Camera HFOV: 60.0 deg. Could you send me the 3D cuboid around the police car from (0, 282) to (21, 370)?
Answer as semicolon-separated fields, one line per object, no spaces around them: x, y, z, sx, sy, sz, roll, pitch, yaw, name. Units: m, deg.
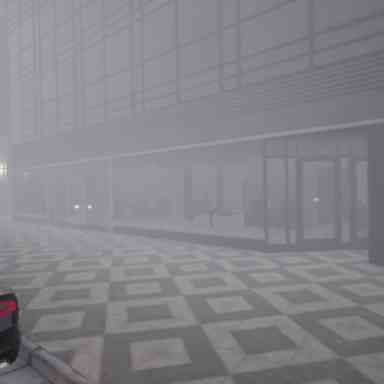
-4.336;1.456;4.860;5.238;1.638;1.930;-1;1;42;police car
